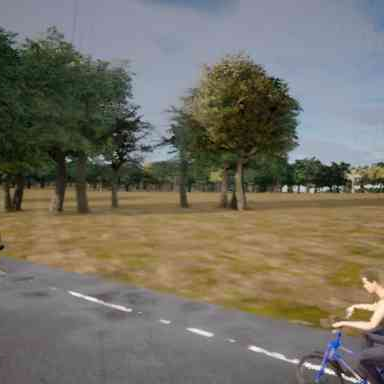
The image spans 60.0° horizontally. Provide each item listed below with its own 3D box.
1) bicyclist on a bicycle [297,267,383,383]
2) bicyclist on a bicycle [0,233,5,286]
[{"bbox_3d":[1.839,1.599,3.528,1.509,1.612,0.866,-1,-3,39],"label":"bicyclist on a bicycle"},{"bbox_3d":[-5.626,1.754,9.345,1.656,1.620,0.582,-1,-3,37],"label":"bicyclist on a bicycle"}]
